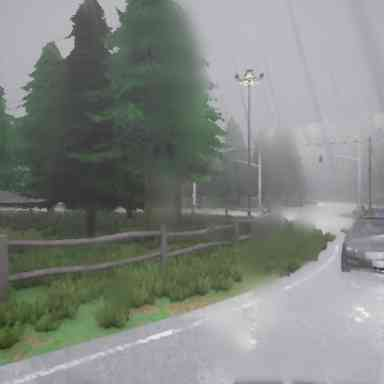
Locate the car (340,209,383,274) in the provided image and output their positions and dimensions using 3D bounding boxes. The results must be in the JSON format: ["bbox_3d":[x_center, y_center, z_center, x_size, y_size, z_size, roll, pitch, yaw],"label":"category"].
[{"bbox_3d":[5.808,1.509,10.300,2.128,1.511,4.902,0,0,29],"label":"car"}]
